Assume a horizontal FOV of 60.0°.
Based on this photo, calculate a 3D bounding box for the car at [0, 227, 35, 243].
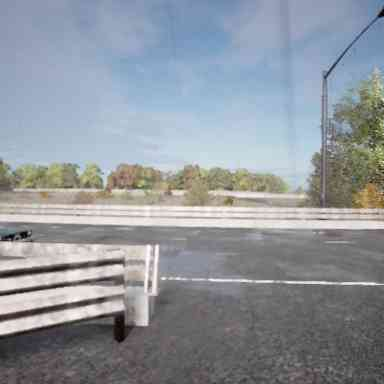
[{"bbox_3d":[-7.871,1.477,11.150,4.718,1.301,1.895,1,0,7],"label":"car"}]
